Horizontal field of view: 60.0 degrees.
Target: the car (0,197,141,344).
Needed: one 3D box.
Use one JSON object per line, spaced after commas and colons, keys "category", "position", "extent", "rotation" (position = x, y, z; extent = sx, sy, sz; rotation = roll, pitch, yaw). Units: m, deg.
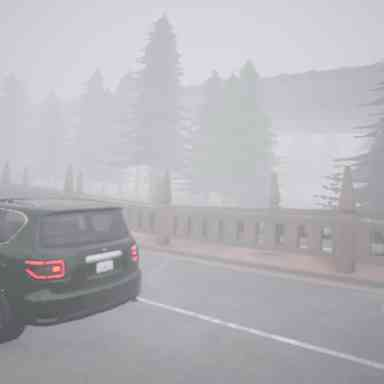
{"category": "car", "position": [-3.469, 1.112, 6.468], "extent": [5.566, 2.045, 2.150], "rotation": [2, 1, 35]}
